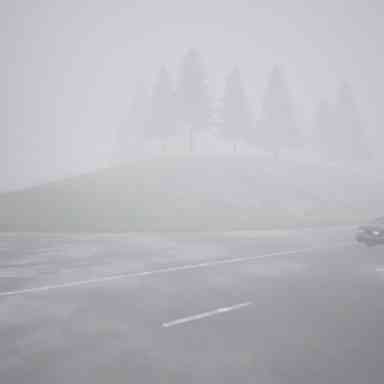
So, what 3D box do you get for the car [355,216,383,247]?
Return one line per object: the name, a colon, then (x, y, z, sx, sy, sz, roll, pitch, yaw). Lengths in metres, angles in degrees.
car: (9.391, 1.718, 14.748, 5.357, 1.411, 2.033, 1, 0, -36)
